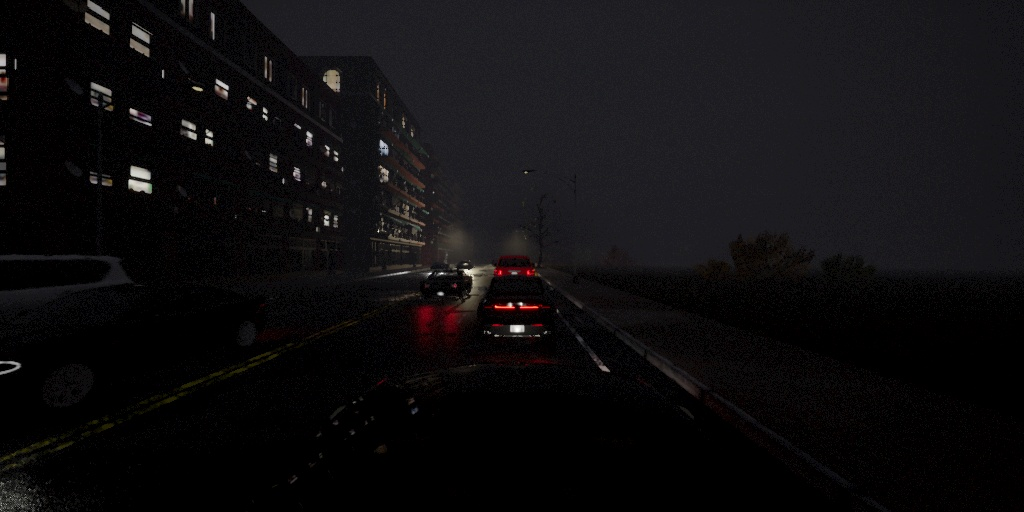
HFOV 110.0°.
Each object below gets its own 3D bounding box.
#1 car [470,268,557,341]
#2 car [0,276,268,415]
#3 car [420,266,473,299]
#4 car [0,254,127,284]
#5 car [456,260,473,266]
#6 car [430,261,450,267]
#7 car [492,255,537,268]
[{"bbox_3d":[0.111,1.256,9.843,1.837,1.490,4.892,0,0,0],"label":"car"},{"bbox_3d":[-6.595,1.228,6.205,1.882,1.535,5.008,0,0,0],"label":"car"},{"bbox_3d":[-3.131,1.353,18.042,1.895,1.301,4.718,0,0,0],"label":"car"},{"bbox_3d":[-9.844,0.972,6.097,2.150,2.045,5.566,0,0,0],"label":"car"},{"bbox_3d":[-6.542,1.300,49.842,2.033,1.411,5.357,0,0,0],"label":"car"},{"bbox_3d":[-9.793,1.354,48.761,1.895,1.301,4.718,0,0,0],"label":"car"},{"bbox_3d":[0.121,0.974,20.190,2.150,2.045,5.566,0,0,0],"label":"car"}]
